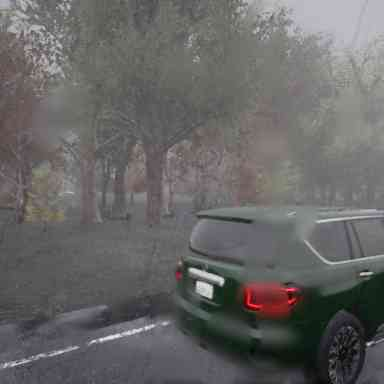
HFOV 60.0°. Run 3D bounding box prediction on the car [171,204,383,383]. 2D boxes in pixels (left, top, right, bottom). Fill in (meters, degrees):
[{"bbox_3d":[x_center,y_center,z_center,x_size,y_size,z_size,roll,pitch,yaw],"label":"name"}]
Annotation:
[{"bbox_3d":[2.319,1.223,5.406,5.566,2.045,2.150,0,0,-36],"label":"car"}]
